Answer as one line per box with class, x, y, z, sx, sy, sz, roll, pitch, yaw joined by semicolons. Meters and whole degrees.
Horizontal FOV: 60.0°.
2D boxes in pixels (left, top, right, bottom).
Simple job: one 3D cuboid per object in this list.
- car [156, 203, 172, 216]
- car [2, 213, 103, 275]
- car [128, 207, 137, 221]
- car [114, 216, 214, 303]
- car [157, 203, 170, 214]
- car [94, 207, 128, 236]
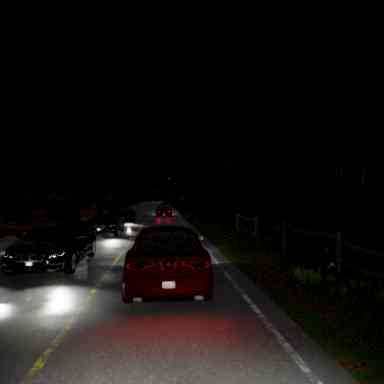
car;-3.351;2.280;39.561;1.895;1.301;4.718;0;-1;-5
car;-4.481;1.679;11.135;1.837;1.490;4.892;0;-1;-5
car;-6.156;2.079;30.442;1.994;1.385;4.181;0;-1;-5
car;-0.648;1.610;8.626;1.882;1.535;5.008;0;-1;-5
car;-4.220;2.359;49.496;1.837;1.490;4.892;0;-1;-5
car;-5.303;1.845;20.562;1.837;1.490;4.892;0;-1;-5
